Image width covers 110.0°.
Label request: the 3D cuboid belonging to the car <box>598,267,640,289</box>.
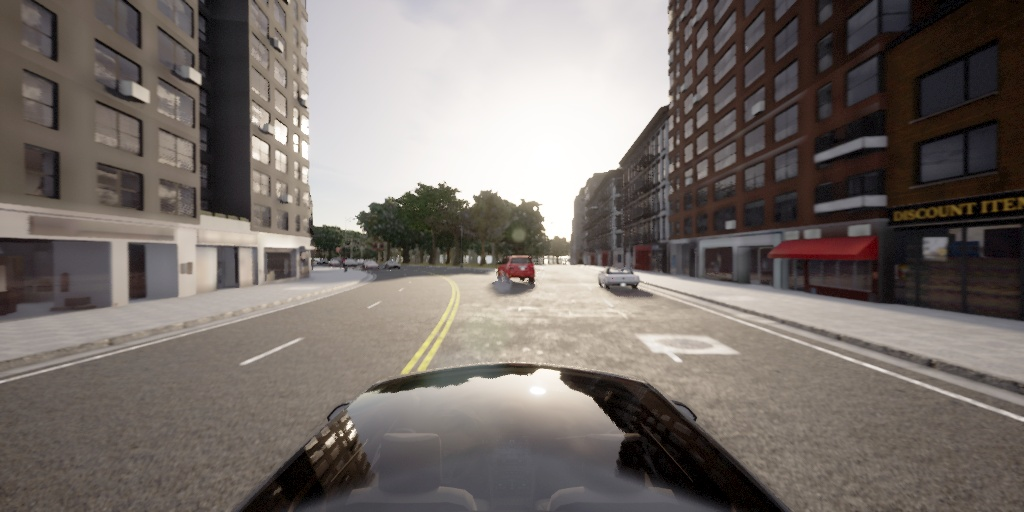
[{"bbox_3d":[6.576,1.341,22.611,1.895,1.301,4.718,0,0,6],"label":"car"}]

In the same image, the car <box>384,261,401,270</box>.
[{"bbox_3d":[-19.889,1.523,59.519,1.837,1.490,4.892,0,0,-32],"label":"car"}]

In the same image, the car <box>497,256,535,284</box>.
[{"bbox_3d":[0.240,1.034,28.112,2.150,2.045,5.566,0,-1,-11],"label":"car"}]

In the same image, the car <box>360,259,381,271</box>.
[{"bbox_3d":[-22.625,1.580,57.702,1.812,1.442,4.674,-1,0,-32],"label":"car"}]
